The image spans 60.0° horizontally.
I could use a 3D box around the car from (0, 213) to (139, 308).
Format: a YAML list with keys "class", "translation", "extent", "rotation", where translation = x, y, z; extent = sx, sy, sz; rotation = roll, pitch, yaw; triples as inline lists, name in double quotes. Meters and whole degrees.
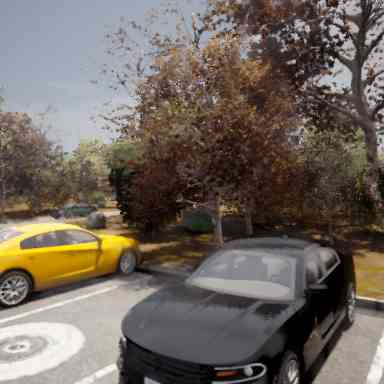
- class: "car"
  translation: [-3.423, 1.516, 8.252]
  extent: [2.097, 1.535, 5.008]
  rotation: [-1, 0, 36]

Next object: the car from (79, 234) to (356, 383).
- class: "car"
  translation: [1.116, 1.486, 5.026]
  extent: [2.097, 1.535, 5.008]
  rotation: [0, 0, 36]

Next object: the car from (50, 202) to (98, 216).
- class: "car"
  translation: [-10.600, 1.653, 30.012]
  extent: [1.994, 1.385, 4.181]
  rotation: [-4, -1, 34]
